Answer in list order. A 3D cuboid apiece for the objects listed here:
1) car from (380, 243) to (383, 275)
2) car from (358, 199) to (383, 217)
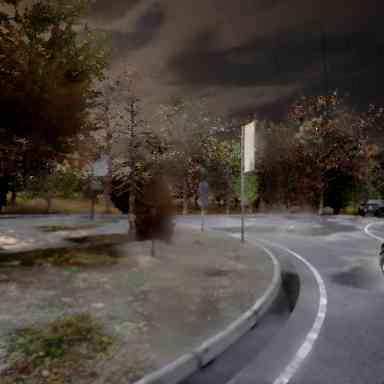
[{"bbox_3d":[5.549,1.642,7.264,1.895,1.301,4.718,0,0,19],"label":"car"},{"bbox_3d":[21.366,1.799,38.040,5.566,2.045,2.150,4,-2,-33],"label":"car"}]
